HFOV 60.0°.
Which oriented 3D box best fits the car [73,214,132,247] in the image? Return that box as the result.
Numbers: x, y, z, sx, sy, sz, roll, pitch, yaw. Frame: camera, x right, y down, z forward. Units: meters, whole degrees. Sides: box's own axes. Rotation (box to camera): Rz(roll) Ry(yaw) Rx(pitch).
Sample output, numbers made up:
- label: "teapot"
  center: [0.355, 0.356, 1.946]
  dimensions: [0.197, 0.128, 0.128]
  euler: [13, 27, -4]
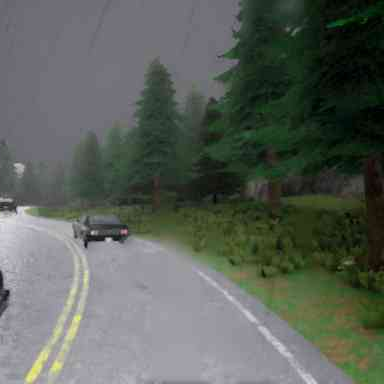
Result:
- label: "car"
  center: [-4.350, 1.664, 15.514]
  dimensions: [1.895, 1.301, 4.718]
  euler: [1, -1, -27]

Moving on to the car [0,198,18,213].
- label: "car"
  center: [-19.852, 1.380, 35.654]
  dimensions: [1.882, 1.535, 5.008]
  euler: [1, 0, -30]

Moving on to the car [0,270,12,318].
- label: "car"
  center: [-3.641, 1.589, 3.169]
  dimensions: [2.033, 1.411, 5.357]
  euler: [-1, 0, -7]
